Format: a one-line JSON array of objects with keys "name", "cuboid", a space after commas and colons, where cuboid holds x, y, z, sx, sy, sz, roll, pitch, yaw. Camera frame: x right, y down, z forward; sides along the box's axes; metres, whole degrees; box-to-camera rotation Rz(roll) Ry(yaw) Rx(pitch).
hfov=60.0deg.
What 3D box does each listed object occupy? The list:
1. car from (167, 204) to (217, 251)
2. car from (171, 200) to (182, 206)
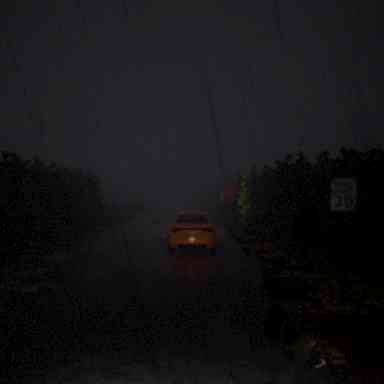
[{"name": "car", "cuboid": [0.007, 1.548, 14.478, 1.882, 1.535, 5.008, 0, 0, 0]}, {"name": "car", "cuboid": [-3.094, 2.312, 68.807, 1.812, 1.442, 4.674, 0, -1, 0]}]
